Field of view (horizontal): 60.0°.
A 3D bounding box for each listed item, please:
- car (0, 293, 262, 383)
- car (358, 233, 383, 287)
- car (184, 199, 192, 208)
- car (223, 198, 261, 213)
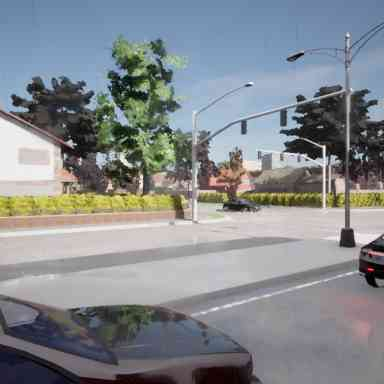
[{"bbox_3d":[-1.954,1.547,2.355,5.357,1.411,2.033,0,0,-35],"label":"car"},{"bbox_3d":[5.965,1.492,8.038,4.902,1.511,2.128,0,0,-35],"label":"car"},{"bbox_3d":[-1.850,1.351,46.961,2.097,1.767,4.553,0,0,-36],"label":"car"},{"bbox_3d":[5.465,1.504,36.947,1.837,1.490,4.892,0,0,-37],"label":"car"}]
